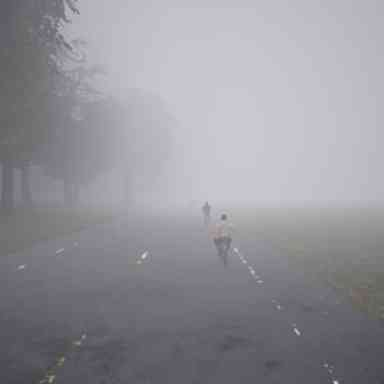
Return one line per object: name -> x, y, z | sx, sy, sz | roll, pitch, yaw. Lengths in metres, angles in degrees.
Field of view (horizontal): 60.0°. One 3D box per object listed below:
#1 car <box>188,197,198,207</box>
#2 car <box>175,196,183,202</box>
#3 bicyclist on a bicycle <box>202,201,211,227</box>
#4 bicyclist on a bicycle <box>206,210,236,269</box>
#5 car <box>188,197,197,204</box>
car -> 0.151, 1.798, 57.509 | 2.033, 1.411, 5.357 | 0, 0, 0
car -> -3.419, 1.864, 90.751 | 1.812, 1.442, 4.674 | 0, 0, 0
bicyclist on a bicycle -> 0.981, 1.491, 22.347 | 0.659, 1.776, 1.843 | 0, 0, 0
bicyclist on a bicycle -> 0.991, 1.500, 10.494 | 0.866, 1.612, 1.509 | 0, 0, 0
car -> 0.066, 1.817, 73.542 | 1.812, 1.442, 4.674 | 0, 0, 0
